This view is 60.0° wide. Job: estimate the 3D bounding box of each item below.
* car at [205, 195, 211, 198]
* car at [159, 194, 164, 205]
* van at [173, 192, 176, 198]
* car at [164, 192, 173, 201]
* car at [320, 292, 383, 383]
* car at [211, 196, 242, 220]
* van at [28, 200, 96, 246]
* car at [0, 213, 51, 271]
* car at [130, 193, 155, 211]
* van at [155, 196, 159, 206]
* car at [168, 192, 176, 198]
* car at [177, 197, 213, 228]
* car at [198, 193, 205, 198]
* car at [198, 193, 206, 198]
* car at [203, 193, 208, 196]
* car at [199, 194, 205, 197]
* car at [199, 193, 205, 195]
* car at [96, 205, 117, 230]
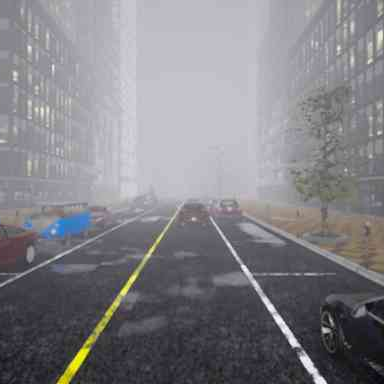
[{"bbox_3d":[2.701,1.343,37.153,1.802,1.307,4.206,0,0,0],"label":"car"},{"bbox_3d":[-5.677,1.251,48.554,1.947,1.339,4.313,0,0,0],"label":"car"},{"bbox_3d":[-5.670,0.793,82.704,1.690,1.788,3.998,0,0,0],"label":"van"},{"bbox_3d":[-5.673,1.057,71.151,1.752,1.417,4.829,0,0,0],"label":"car"},{"bbox_3d":[2.695,1.547,3.003,1.947,1.339,4.313,0,0,0],"label":"car"},{"bbox_3d":[2.700,1.276,25.768,1.967,1.590,4.097,0,0,0],"label":"car"},{"bbox_3d":[-5.683,1.250,14.400,1.690,1.788,3.998,0,0,0],"label":"van"},{"bbox_3d":[-5.685,1.490,8.709,1.887,1.381,4.507,0,0,0],"label":"car"},{"bbox_3d":[-5.679,1.201,37.168,1.967,1.590,4.097,0,0,0],"label":"car"},{"bbox_3d":[-5.677,1.064,42.860,1.690,1.788,3.998,0,0,0],"label":"van"},{"bbox_3d":[-5.668,0.813,94.089,1.967,1.590,4.097,0,0,0],"label":"car"},{"bbox_3d":[0.104,1.344,20.987,1.882,1.535,5.008,0,0,0],"label":"car"},{"bbox_3d":[2.712,0.918,94.071,1.887,1.381,4.507,0,0,0],"label":"car"},{"bbox_3d":[2.711,0.964,88.379,2.008,1.369,4.403,0,0,0],"label":"car"},{"bbox_3d":[2.702,1.247,43.015,1.752,1.417,4.829,0,0,0],"label":"car"},{"bbox_3d":[0.109,1.314,38.832,1.994,1.385,4.181,0,0,0],"label":"car"},{"bbox_3d":[2.708,0.971,71.303,1.967,1.590,4.097,0,0,0],"label":"car"},{"bbox_3d":[-5.683,1.455,20.094,1.802,1.307,4.206,0,0,0],"label":"car"}]
